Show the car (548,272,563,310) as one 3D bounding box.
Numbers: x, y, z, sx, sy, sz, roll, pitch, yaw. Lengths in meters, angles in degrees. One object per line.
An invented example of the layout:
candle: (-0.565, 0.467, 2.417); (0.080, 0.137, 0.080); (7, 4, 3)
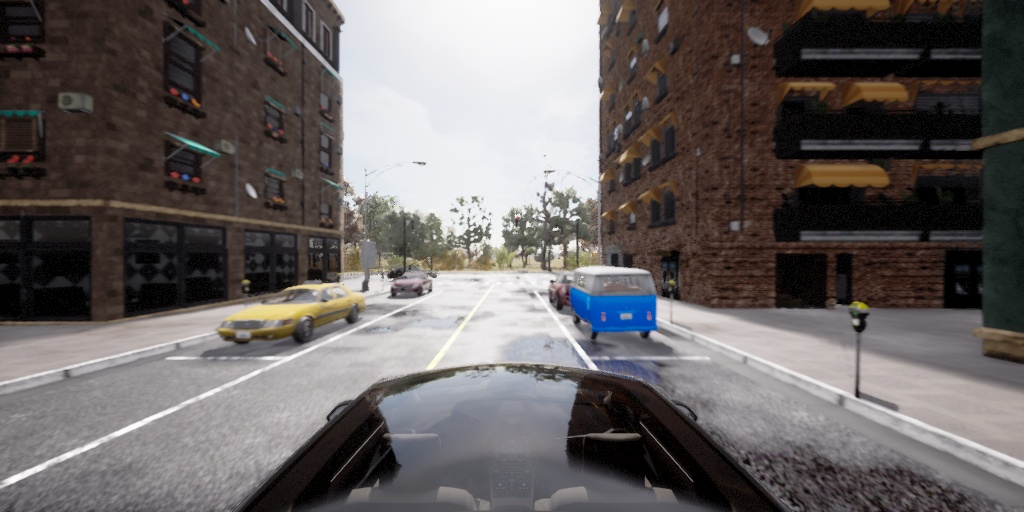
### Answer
car: (2.684, 1.379, 15.757); (1.967, 1.591, 4.097); (0, 0, 0)

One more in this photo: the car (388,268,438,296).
car: (-5.795, 1.594, 21.223); (1.802, 1.307, 4.207); (0, 0, 0)

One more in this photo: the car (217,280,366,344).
car: (-5.694, 1.389, 10.012); (1.751, 1.417, 4.829); (0, 0, 0)

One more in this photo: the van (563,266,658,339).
van: (2.686, 1.206, 10.234); (1.690, 1.789, 3.998); (0, 0, 0)

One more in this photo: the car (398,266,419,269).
car: (-10.314, 1.789, 37.416); (5.008, 1.535, 1.882); (0, 0, -7)
